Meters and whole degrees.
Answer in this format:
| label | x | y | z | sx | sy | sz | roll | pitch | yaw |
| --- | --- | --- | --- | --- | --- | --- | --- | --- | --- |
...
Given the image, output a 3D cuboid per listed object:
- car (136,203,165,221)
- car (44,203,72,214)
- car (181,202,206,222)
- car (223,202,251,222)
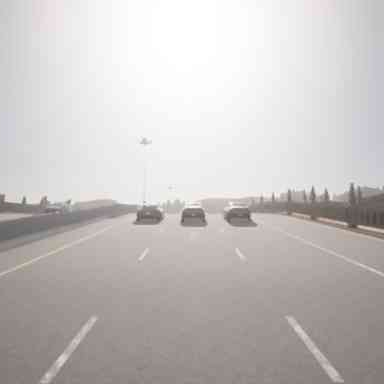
| label | x | y | z | sx | sy | sz | roll | pitch | yaw |
| --- | --- | --- | --- | --- | --- | --- | --- | --- | --- |
| car | -3.402 | 1.625 | 27.736 | 1.994 | 1.385 | 4.181 | 0 | 0 | 0 |
| car | -17.591 | 2.178 | 44.171 | 2.033 | 1.411 | 5.357 | 0 | -4 | 0 |
| car | 0.098 | 1.551 | 27.143 | 2.128 | 1.511 | 4.902 | 0 | 0 | 0 |
| car | 3.598 | 1.550 | 27.112 | 2.128 | 1.511 | 4.902 | 0 | 0 | 0 |
